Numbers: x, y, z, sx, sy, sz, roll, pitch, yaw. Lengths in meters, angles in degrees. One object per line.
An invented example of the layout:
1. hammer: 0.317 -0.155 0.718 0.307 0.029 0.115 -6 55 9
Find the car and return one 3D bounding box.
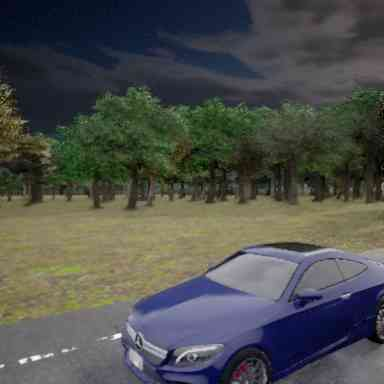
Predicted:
1. car: 1.299 1.531 4.912 4.674 1.442 1.812 0 0 -35
